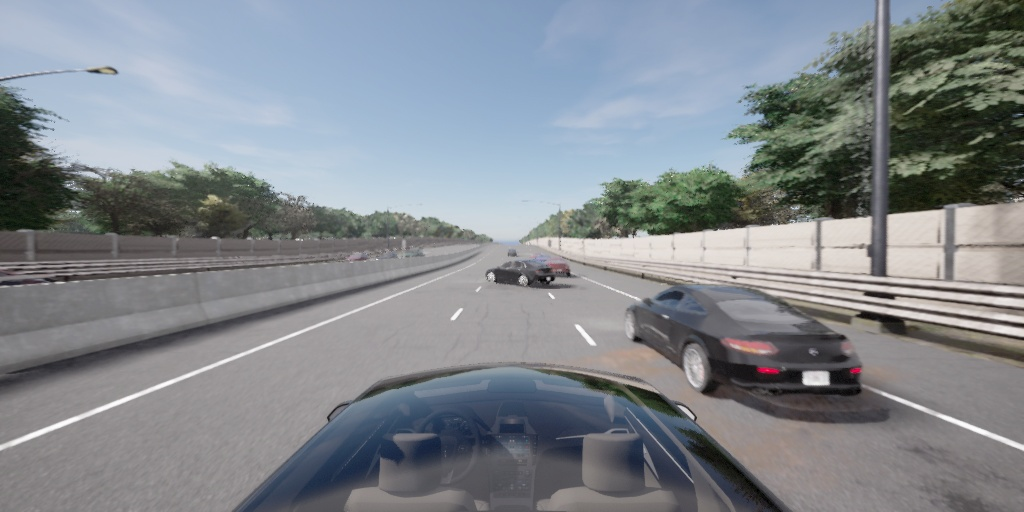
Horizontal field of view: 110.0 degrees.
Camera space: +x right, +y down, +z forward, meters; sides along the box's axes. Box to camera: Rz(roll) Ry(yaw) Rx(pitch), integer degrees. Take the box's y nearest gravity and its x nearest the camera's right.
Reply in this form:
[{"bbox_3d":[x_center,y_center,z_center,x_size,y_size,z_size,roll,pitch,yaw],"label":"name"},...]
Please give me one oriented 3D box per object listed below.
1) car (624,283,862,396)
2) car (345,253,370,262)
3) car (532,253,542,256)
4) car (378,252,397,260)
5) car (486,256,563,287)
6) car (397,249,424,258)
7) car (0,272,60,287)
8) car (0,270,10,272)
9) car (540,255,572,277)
[{"bbox_3d":[3.503,1.206,6.430,1.812,1.442,4.674,0,1,0],"label":"car"},{"bbox_3d":[-21.038,0.362,49.078,1.812,1.442,4.674,0,2,1],"label":"car"},{"bbox_3d":[3.515,0.639,39.429,1.812,1.442,4.674,0,1,0],"label":"car"},{"bbox_3d":[-17.536,0.271,51.048,1.837,1.490,4.892,0,2,1],"label":"car"},{"bbox_3d":[0.392,0.947,21.165,1.837,1.490,4.892,-1,2,-41],"label":"car"},{"bbox_3d":[-14.038,-0.014,50.985,2.150,2.045,5.566,0,2,1],"label":"car"},{"bbox_3d":[-14.092,1.233,9.520,1.895,1.301,4.718,0,1,0],"label":"car"},{"bbox_3d":[-17.588,1.090,10.821,1.882,1.535,5.008,0,1,0],"label":"car"},{"bbox_3d":[3.511,0.844,28.433,1.812,1.442,4.674,0,1,0],"label":"car"}]
